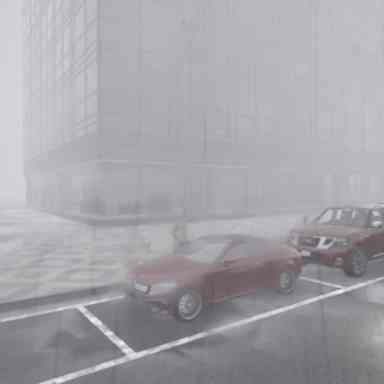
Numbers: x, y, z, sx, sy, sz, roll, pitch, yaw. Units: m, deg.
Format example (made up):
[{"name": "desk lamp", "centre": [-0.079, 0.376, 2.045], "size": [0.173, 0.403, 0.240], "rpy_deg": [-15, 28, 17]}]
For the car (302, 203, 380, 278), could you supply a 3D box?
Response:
[{"name": "car", "centre": [5.059, 1.300, 10.260], "size": [5.009, 1.841, 2.192], "rpy_deg": [0, 0, -35]}]

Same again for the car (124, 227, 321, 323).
[{"name": "car", "centre": [0.642, 1.574, 7.109], "size": [4.206, 1.307, 1.802], "rpy_deg": [0, 0, -35]}]

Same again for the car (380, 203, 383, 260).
[{"name": "car", "centre": [7.431, 1.205, 8.676], "size": [5.566, 2.045, 2.150], "rpy_deg": [0, 0, -35]}]
